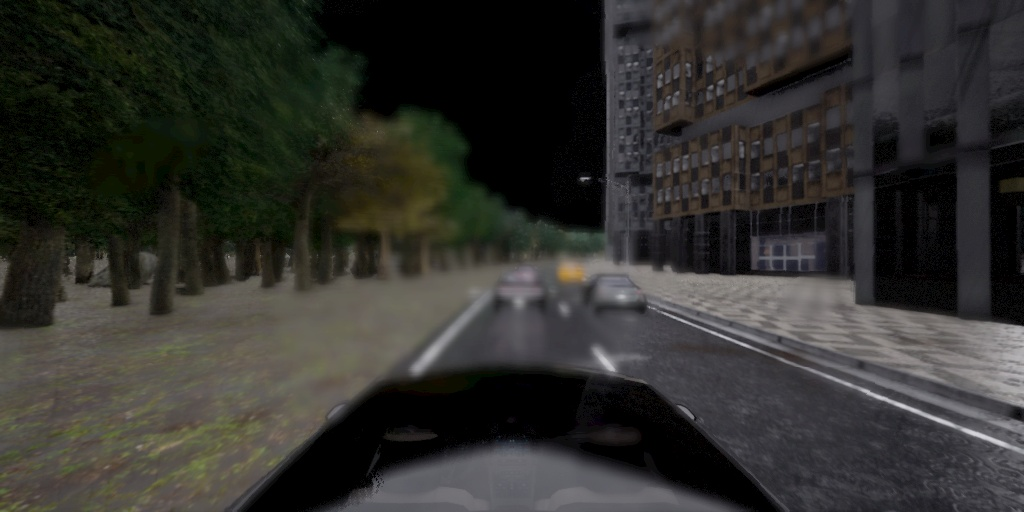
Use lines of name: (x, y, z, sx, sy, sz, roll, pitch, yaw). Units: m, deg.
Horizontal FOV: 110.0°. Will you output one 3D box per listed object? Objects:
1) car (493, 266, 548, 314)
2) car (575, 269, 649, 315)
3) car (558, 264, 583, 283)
car: (0.367, 1.321, 14.117, 2.128, 1.511, 4.902, 0, 0, 3)
car: (3.877, 1.397, 14.183, 1.994, 1.385, 4.181, 0, 0, 3)
car: (4.941, 1.370, 29.900, 1.882, 1.535, 5.008, 0, 0, 6)
